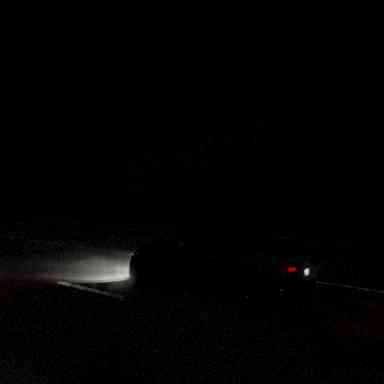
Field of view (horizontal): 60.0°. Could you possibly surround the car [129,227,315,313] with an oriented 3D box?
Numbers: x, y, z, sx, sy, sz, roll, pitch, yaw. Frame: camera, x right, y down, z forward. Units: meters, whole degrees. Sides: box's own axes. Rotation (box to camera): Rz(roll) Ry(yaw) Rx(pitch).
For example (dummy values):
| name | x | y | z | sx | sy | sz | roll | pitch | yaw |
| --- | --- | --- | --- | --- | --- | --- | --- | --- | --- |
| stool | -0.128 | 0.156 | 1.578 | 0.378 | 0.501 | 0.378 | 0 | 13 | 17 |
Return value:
| name | x | y | z | sx | sy | sz | roll | pitch | yaw |
| --- | --- | --- | --- | --- | --- | --- | --- | --- | --- |
| car | 0.560 | 1.499 | 7.578 | 4.181 | 1.385 | 1.994 | 1 | 1 | 34 |
